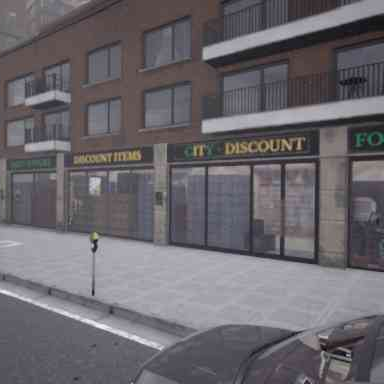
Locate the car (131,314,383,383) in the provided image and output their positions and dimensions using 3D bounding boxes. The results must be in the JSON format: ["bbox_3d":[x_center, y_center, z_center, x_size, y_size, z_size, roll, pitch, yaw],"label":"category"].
[{"bbox_3d":[1.448,1.551,2.039,4.403,1.369,2.008,0,1,35],"label":"car"}]
